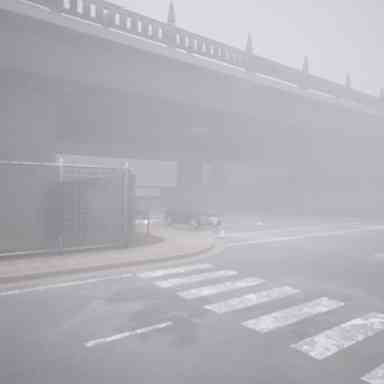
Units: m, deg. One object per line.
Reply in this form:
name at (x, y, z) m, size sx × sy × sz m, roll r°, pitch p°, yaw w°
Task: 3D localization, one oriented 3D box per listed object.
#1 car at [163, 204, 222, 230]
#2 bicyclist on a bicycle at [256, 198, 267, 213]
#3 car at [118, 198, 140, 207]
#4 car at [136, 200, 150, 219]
car at (-0.053, 1.554, 21.964) m, size 2.128 × 1.511 × 4.902 m, roll 0°, pitch 0°, yaw -36°
bicyclist on a bicycle at (7.561, 1.435, 36.145) m, size 1.656 × 1.620 × 0.582 m, roll 0°, pitch 0°, yaw -36°
car at (-10.314, 1.678, 54.299) m, size 1.994 × 1.385 × 4.181 m, roll 0°, pitch 0°, yaw -35°
car at (-5.772, 1.609, 29.860) m, size 2.033 × 1.411 × 5.357 m, roll 0°, pitch 0°, yaw -36°
